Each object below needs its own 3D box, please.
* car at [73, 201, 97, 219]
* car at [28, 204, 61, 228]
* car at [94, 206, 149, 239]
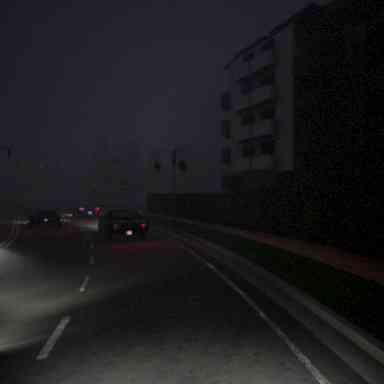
[{"bbox_3d":[-9.201,1.500,28.941,1.812,1.442,4.674,0,0,-25],"label":"car"},{"bbox_3d":[-9.891,1.516,22.354,1.812,1.442,4.674,0,0,-25],"label":"car"},{"bbox_3d":[-3.717,1.578,17.308,1.895,1.301,4.718,0,0,-22],"label":"car"}]
